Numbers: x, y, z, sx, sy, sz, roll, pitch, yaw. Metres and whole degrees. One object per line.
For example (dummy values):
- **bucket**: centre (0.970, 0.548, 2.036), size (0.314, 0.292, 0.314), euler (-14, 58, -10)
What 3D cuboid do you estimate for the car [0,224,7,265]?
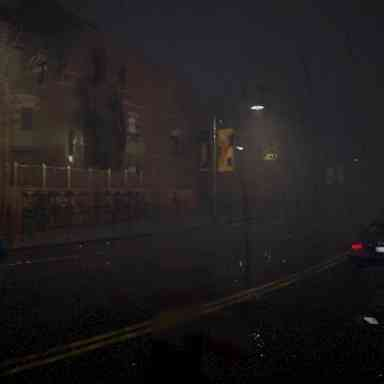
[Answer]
- **car**: centre (-7.314, 1.269, 7.426), size (5.566, 2.045, 2.150), euler (0, 0, -35)

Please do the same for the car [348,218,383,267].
- **car**: centre (6.572, 1.541, 10.535), size (2.033, 1.411, 5.357), euler (0, 0, 41)
